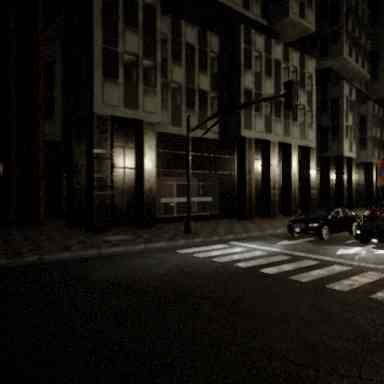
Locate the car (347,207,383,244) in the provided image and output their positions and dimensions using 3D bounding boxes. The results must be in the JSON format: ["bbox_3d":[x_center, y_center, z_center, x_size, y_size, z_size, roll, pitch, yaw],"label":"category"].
[{"bbox_3d":[9.455,1.594,15.193,5.357,1.411,2.033,0,0,-40],"label":"car"}]

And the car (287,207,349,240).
[{"bbox_3d":[6.959,1.542,17.351,4.902,1.511,2.128,0,0,-38],"label":"car"}]

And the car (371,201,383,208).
[{"bbox_3d":[13.847,1.427,23.258,4.553,1.767,2.097,0,0,-42],"label":"car"}]
